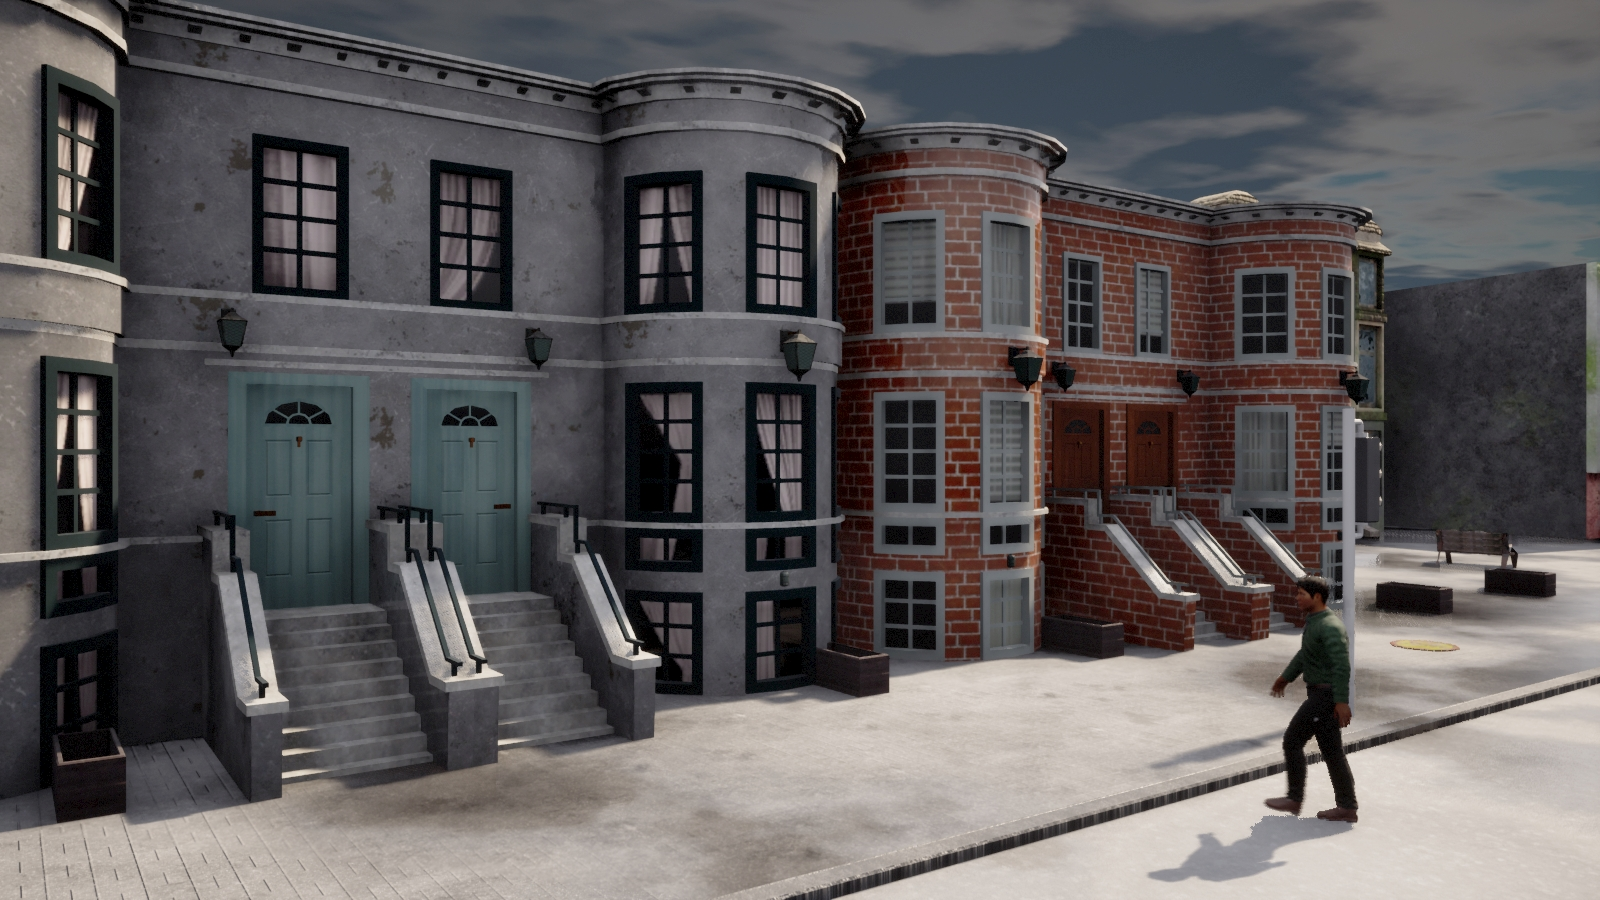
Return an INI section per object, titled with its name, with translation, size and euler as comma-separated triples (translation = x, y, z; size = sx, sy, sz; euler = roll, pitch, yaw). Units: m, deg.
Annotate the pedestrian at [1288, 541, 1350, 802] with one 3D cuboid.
[pedestrian]
translation = 3.873, 1.629, 8.542
size = 0.375, 1.860, 0.375
euler = 0, 0, 16
